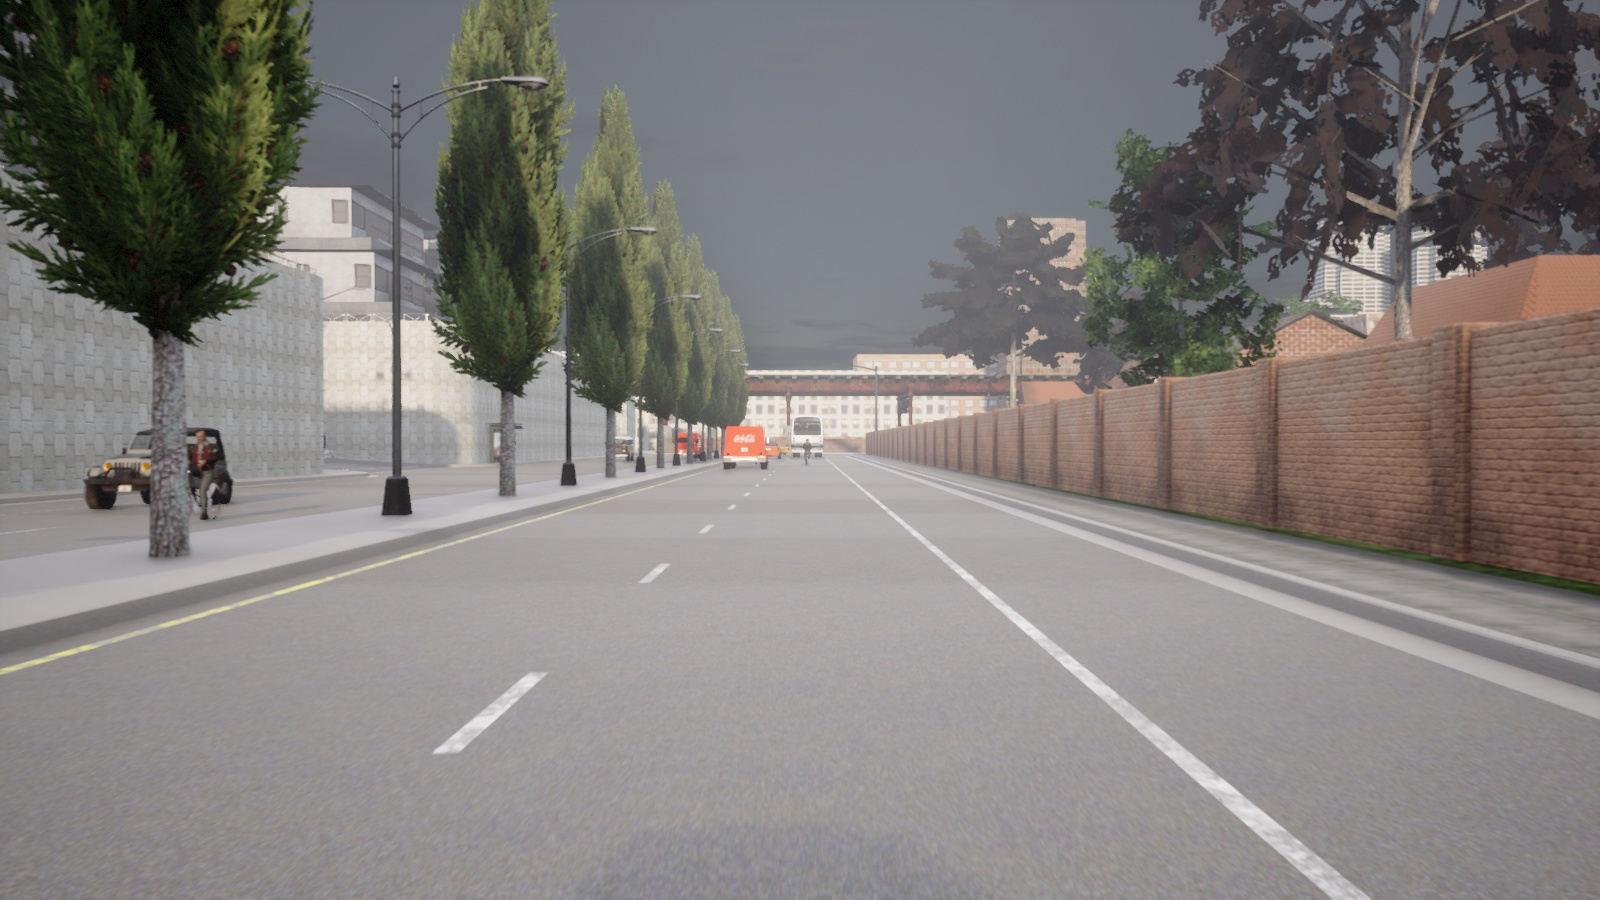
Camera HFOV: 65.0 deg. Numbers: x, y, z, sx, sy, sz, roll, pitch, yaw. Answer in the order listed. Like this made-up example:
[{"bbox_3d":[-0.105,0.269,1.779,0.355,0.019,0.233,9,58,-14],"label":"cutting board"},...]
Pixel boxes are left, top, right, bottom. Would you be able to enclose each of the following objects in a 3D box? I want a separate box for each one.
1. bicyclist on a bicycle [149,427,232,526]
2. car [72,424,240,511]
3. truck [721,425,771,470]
[{"bbox_3d":[-11.351,0.476,23.457,0.659,1.776,1.843,0,0,0],"label":"bicyclist on a bicycle"},{"bbox_3d":[-14.819,0.366,29.145,1.905,1.878,3.866,0,0,0],"label":"car"},{"bbox_3d":[-3.072,-0.152,72.588,2.627,2.467,5.204,0,0,0],"label":"truck"}]
